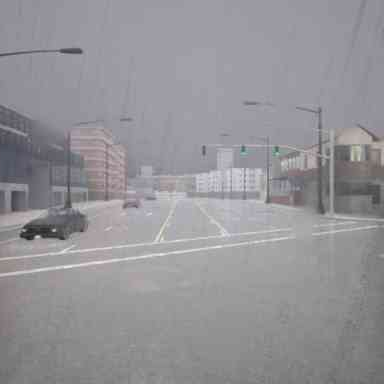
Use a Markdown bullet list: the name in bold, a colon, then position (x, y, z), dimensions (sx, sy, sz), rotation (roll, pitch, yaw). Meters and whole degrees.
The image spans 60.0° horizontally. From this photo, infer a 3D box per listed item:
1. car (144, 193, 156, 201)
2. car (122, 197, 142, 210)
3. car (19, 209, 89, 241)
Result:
- **car**: position (-8.307, 0.893, 66.719), dimensions (2.097, 1.767, 4.553), rotation (0, 0, -2)
- **car**: position (-7.592, 1.418, 42.315), dimensions (1.812, 1.442, 4.674), rotation (0, 1, -2)
- **car**: position (-6.863, 1.596, 17.309), dimensions (2.033, 1.411, 5.357), rotation (0, 0, -2)
